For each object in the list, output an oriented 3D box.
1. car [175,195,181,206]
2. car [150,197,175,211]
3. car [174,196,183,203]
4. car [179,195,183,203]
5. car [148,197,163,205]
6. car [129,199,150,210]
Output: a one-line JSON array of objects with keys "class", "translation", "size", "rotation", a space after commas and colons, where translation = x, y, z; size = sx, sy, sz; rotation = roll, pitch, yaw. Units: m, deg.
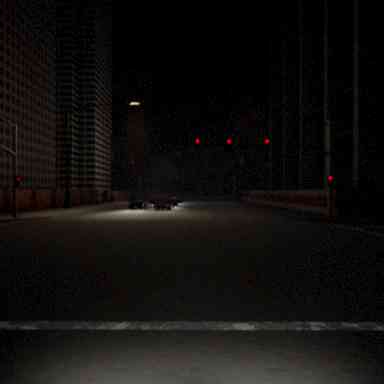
[{"class": "car", "translation": [-3.326, 1.651, 54.433], "size": [1.895, 1.301, 4.718], "rotation": [0, 0, 1]}, {"class": "car", "translation": [-3.642, 1.516, 41.847], "size": [1.882, 1.535, 5.008], "rotation": [0, 0, 1]}, {"class": "car", "translation": [-2.994, 1.570, 75.478], "size": [1.837, 1.490, 4.892], "rotation": [0, 0, 1]}, {"class": "car", "translation": [-3.117, 1.664, 68.356], "size": [1.895, 1.301, 4.718], "rotation": [0, 0, 1]}, {"class": "car", "translation": [-6.780, 1.604, 61.564], "size": [2.033, 1.411, 5.357], "rotation": [0, 0, 1]}, {"class": "car", "translation": [-7.105, 1.642, 44.097], "size": [1.895, 1.301, 4.718], "rotation": [0, 0, 1]}]
